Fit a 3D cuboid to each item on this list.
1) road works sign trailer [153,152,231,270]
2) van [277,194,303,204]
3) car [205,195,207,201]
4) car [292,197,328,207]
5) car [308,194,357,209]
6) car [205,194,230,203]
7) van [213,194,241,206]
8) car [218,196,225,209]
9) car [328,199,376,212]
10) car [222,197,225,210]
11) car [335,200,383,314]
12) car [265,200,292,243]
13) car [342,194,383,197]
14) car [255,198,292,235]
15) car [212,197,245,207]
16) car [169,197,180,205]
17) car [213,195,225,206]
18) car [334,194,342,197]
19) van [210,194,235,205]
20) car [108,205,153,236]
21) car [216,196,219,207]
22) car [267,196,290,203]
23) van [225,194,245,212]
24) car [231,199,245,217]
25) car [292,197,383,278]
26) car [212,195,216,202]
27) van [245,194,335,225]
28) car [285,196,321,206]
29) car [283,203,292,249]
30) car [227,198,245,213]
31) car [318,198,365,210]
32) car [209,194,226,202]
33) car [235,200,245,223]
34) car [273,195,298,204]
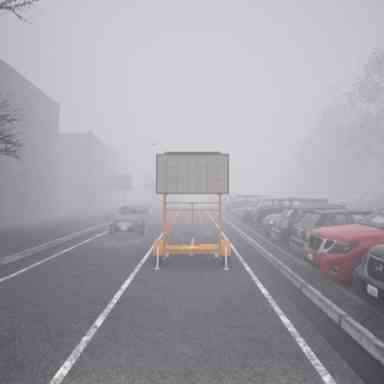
[{"bbox_3d":[0.016,0.472,11.048,2.380,3.560,2.880,0,0,1],"label":"road works sign trailer"},{"bbox_3d":[18.934,1.341,64.226,4.442,1.987,1.878,0,0,0],"label":"van"},{"bbox_3d":[5.772,1.328,66.994,5.566,2.045,2.435,0,0,0],"label":"car"},{"bbox_3d":[18.798,1.529,53.082,5.008,1.535,2.097,0,0,0],"label":"car"},{"bbox_3d":[18.768,1.251,44.729,5.566,2.045,2.435,0,0,0],"label":"car"},{"bbox_3d":[5.793,1.382,75.404,5.566,2.045,2.435,0,0,0],"label":"car"},{"bbox_3d":[5.843,1.312,55.782,4.442,1.987,1.878,0,0,0],"label":"van"},{"bbox_3d":[5.895,1.486,36.161,5.366,1.575,1.946,0,0,0],"label":"car"},{"bbox_3d":[18.789,1.533,39.281,4.674,1.452,2.002,0,0,0],"label":"car"},{"bbox_3d":[5.736,1.518,33.358,4.792,1.488,2.163,0,0,0],"label":"car"},{"bbox_3d":[5.654,1.231,5.325,5.566,2.045,2.435,0,0,0],"label":"car"},{"bbox_3d":[5.659,1.359,13.735,4.553,1.767,2.185,0,0,0],"label":"car"},{"bbox_3d":[18.758,1.238,33.712,5.566,2.045,2.435,0,0,0],"label":"car"},{"bbox_3d":[5.724,1.359,16.538,4.553,1.767,2.185,0,0,0],"label":"car"},{"bbox_3d":[5.719,1.528,52.978,5.008,1.535,2.097,0,0,0],"label":"car"},{"bbox_3d":[-3.190,1.612,59.959,1.812,1.442,4.674,0,0,0],"label":"car"},{"bbox_3d":[5.687,1.531,44.569,4.792,1.488,2.163,0,0,0],"label":"car"},{"bbox_3d":[18.760,1.239,36.374,5.566,2.045,2.435,0,0,0],"label":"car"},{"bbox_3d":[5.618,1.331,61.389,4.442,1.987,1.878,0,0,0],"label":"van"},{"bbox_3d":[-3.309,1.502,18.655,2.128,1.511,4.902,0,0,0],"label":"car"},{"bbox_3d":[5.707,1.491,38.961,5.008,1.535,2.097,0,0,0],"label":"car"},{"bbox_3d":[18.839,1.652,72.574,4.674,1.452,2.002,0,0,0],"label":"car"},{"bbox_3d":[5.588,1.262,30.555,4.442,1.987,1.878,0,0,0],"label":"van"},{"bbox_3d":[5.670,1.516,24.948,4.792,1.488,2.163,0,0,0],"label":"car"},{"bbox_3d":[5.657,1.232,8.128,5.566,2.045,2.435,0,0,0],"label":"car"},{"bbox_3d":[5.715,1.510,47.367,4.892,1.521,2.231,0,0,0],"label":"car"},{"bbox_3d":[5.578,1.260,19.342,4.442,1.987,1.878,0,0,0],"label":"van"},{"bbox_3d":[18.621,1.536,55.868,5.366,1.575,1.946,0,0,0],"label":"car"},{"bbox_3d":[5.656,1.358,10.932,4.553,1.767,2.185,0,0,0],"label":"car"},{"bbox_3d":[5.673,1.517,27.751,4.792,1.488,2.163,0,0,0],"label":"car"},{"bbox_3d":[18.789,1.497,41.942,5.008,1.535,2.097,0,0,0],"label":"car"},{"bbox_3d":[5.750,1.267,50.175,5.566,2.045,2.435,0,0,0],"label":"car"},{"bbox_3d":[5.692,1.486,22.145,5.008,1.535,2.097,0,0,0],"label":"car"},{"bbox_3d":[18.792,1.455,67.006,4.553,1.767,2.185,0,0,0],"label":"car"}]
